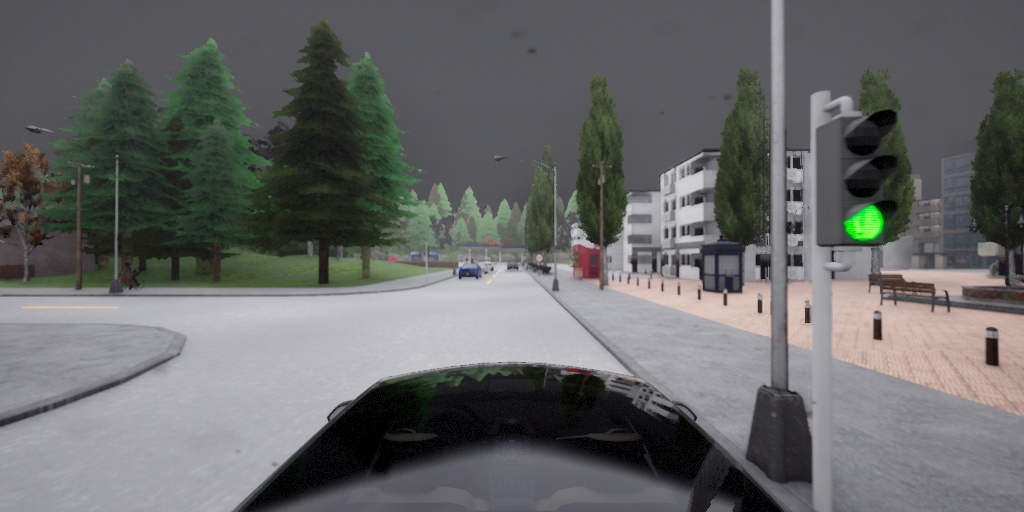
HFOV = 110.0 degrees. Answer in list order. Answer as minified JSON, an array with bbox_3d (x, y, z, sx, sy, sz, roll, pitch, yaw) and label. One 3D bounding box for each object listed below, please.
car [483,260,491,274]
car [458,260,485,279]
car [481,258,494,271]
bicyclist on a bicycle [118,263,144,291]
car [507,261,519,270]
[{"bbox_3d":[-4.064,1.555,45.615,1.812,1.442,4.674,0,0,0],"label":"car"},{"bbox_3d":[-4.085,1.443,35.455,1.882,1.535,5.008,0,0,0],"label":"car"},{"bbox_3d":[-4.018,1.317,56.017,2.150,2.045,5.566,0,0,0],"label":"car"},{"bbox_3d":[-22.134,1.220,20.766,0.582,1.620,1.656,0,0,0],"label":"bicyclist on a bicycle"},{"bbox_3d":[0.153,1.726,60.607,1.895,1.301,4.718,0,0,0],"label":"car"}]
